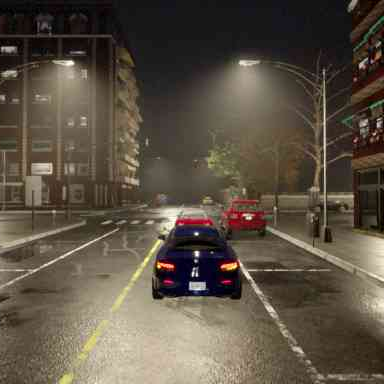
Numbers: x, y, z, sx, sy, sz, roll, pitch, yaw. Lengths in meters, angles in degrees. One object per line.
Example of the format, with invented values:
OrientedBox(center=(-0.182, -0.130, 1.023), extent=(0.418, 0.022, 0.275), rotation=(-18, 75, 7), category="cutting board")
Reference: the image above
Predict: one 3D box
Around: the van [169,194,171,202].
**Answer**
OrientedBox(center=(-5.686, 1.389, 67.324), extent=(1.690, 1.788, 3.998), rotation=(1, 0, 0), category="van")

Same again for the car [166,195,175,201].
OrientedBox(center=(-5.695, 1.624, 89.479), extent=(2.008, 1.369, 4.403), rotation=(1, 0, 0), category="car")

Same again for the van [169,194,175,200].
OrientedBox(center=(-5.692, 1.422, 95.017), extent=(1.690, 1.788, 3.998), rotation=(1, 0, 0), category="van")

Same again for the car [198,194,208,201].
OrientedBox(center=(2.690, 1.382, 83.933), extent=(2.192, 1.841, 5.009), rotation=(1, 0, 0), category="car")

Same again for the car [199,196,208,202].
OrientedBox(center=(2.687, 1.626, 78.395), extent=(1.947, 1.339, 4.313), rotation=(1, 0, 0), category="car")

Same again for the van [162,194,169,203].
OrientedBox(center=(-5.685, 1.383, 61.785), extent=(1.690, 1.788, 3.998), rotation=(1, 0, 0), category="van")

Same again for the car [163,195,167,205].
OrientedBox(center=(-5.688, 1.619, 56.246), extent=(1.802, 1.307, 4.206), rotation=(1, 0, 0), category="car")

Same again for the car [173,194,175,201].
OrientedBox(center=(-5.692, 1.611, 78.402), extent=(2.008, 1.369, 4.403), rotation=(1, 0, 0), category="car")

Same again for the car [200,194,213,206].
OrientedBox(center=(2.692, 1.563, 56.413), extent=(1.752, 1.417, 4.829), rotation=(1, 0, 0), category="car")

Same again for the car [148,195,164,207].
OrientedBox(center=(-5.687, 1.614, 50.709), extent=(1.802, 1.307, 4.206), rotation=(1, 0, 0), category="car")

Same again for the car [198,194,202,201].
OrientedBox(center=(2.689, 1.604, 72.856), extent=(2.008, 1.369, 4.403), rotation=(1, 0, 0), category="car")

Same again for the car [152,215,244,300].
OrientedBox(center=(0.100, 1.529, 8.281), extent=(1.812, 1.442, 4.674), rotation=(0, 0, 0), category="car")

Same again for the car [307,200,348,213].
OrientedBox(center=(15.205, 1.609, 37.247), extent=(4.313, 1.339, 1.947), rotation=(0, -1, 1), category="car")

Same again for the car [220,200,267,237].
OrientedBox(center=(2.704, 1.323, 18.212), extent=(2.192, 1.841, 5.009), rotation=(1, 0, 0), category="car")

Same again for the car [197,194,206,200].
OrientedBox(center=(2.688, 1.396, 95.009), extent=(2.192, 1.841, 5.009), rotation=(1, 0, 0), category="car")

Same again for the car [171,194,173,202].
OrientedBox(center=(-5.692, 1.636, 72.863), extent=(1.802, 1.307, 4.206), rotation=(1, 0, 0), category="car")

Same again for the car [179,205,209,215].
OrientedBox(center=(0.097, 1.609, 18.025), extent=(1.895, 1.301, 4.718), rotation=(0, 0, 0), category="car")
